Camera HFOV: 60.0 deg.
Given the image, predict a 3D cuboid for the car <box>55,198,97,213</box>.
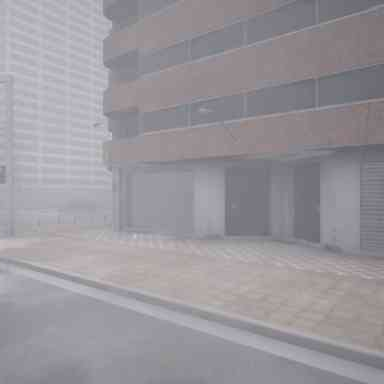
[{"bbox_3d":[-13.075,1.504,37.663,1.837,1.490,4.892,0,0,37],"label":"car"}]
